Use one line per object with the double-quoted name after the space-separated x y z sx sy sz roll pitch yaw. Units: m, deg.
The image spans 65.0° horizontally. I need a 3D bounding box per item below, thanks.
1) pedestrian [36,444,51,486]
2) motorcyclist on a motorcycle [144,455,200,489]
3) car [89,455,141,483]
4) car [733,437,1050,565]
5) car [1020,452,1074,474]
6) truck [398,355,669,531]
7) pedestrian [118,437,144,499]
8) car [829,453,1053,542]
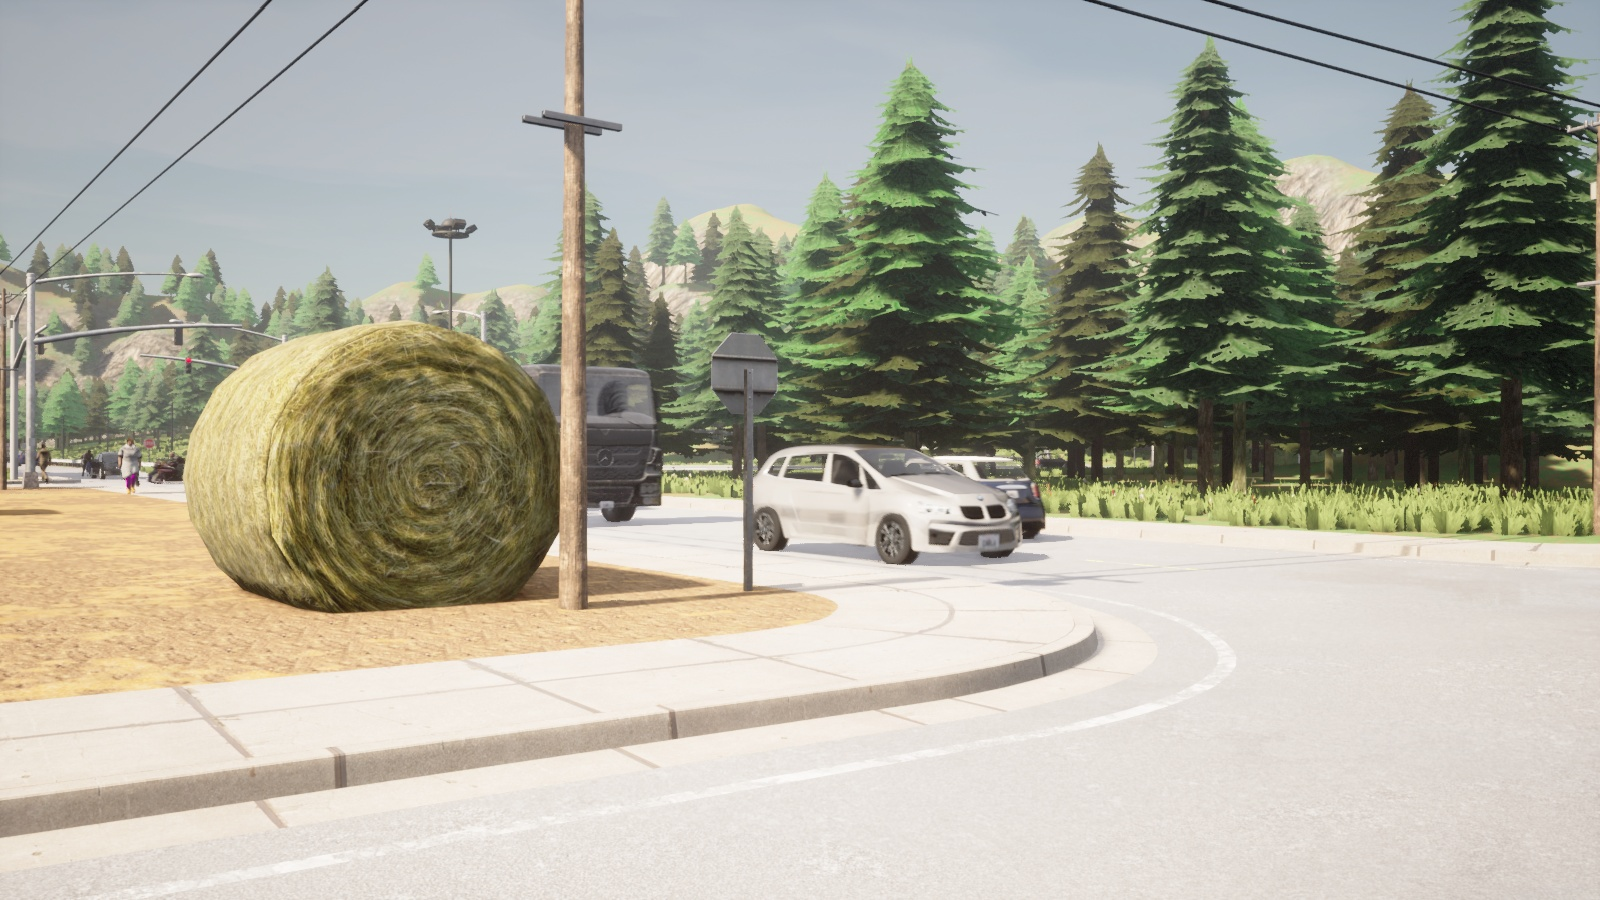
-34.936 0.707 58.022 0.692 1.930 0.396 0 0 40 "pedestrian"
-29.195 1.005 58.405 2.191 1.530 0.866 0 -1 -39 "motorcyclist on a motorcycle"
-38.275 1.037 70.097 1.837 1.490 4.892 0 0 -38 "car"
1.227 0.668 18.859 2.242 1.667 4.611 0 0 -38 "car"
17.822 0.916 90.697 3.705 1.549 1.789 0 0 -36 "car"
-6.318 -0.118 28.645 2.891 3.462 7.936 0 0 -38 "truck"
-21.625 0.572 40.576 0.659 1.952 0.873 0 0 -33 "pedestrian"
2.490 0.796 22.956 1.970 1.475 3.806 0 0 -38 "car"
